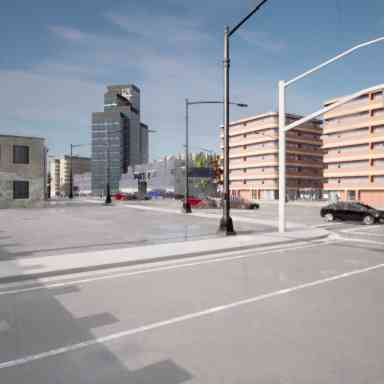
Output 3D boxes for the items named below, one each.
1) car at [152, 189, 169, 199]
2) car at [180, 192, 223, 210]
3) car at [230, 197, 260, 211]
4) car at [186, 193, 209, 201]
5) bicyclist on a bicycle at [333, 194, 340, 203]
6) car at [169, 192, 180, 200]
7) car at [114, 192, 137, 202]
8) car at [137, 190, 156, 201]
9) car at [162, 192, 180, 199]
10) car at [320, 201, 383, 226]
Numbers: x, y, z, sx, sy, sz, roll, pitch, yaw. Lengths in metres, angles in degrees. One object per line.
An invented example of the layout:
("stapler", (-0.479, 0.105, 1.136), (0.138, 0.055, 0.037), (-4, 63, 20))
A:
("car", (-7.497, 0.334, 69.631), (2.150, 2.045, 5.566), (0, 1, -34))
("car", (0.976, 1.072, 38.462), (2.097, 1.767, 4.553), (0, 1, -34))
("car", (5.356, 1.311, 38.257), (2.033, 1.411, 5.357), (0, 1, -34))
("car", (1.042, 0.959, 63.344), (1.895, 1.301, 4.718), (0, 1, -34))
("bicyclist on a bicycle", (20.042, 1.094, 45.989), (1.656, 1.620, 0.582), (0, 1, -34))
("car", (-1.842, 0.862, 61.459), (1.837, 1.490, 4.892), (0, 1, -34))
("car", (-11.760, 0.797, 57.231), (1.882, 1.535, 5.008), (0, 1, -34))
("car", (-9.015, 0.863, 59.418), (2.033, 1.411, 5.357), (0, 1, -34))
("car", (-4.592, 0.661, 71.584), (1.994, 1.385, 4.181), (0, 1, -34))
("car", (11.362, 1.450, 23.231), (1.837, 1.490, 4.892), (0, 0, -34))
